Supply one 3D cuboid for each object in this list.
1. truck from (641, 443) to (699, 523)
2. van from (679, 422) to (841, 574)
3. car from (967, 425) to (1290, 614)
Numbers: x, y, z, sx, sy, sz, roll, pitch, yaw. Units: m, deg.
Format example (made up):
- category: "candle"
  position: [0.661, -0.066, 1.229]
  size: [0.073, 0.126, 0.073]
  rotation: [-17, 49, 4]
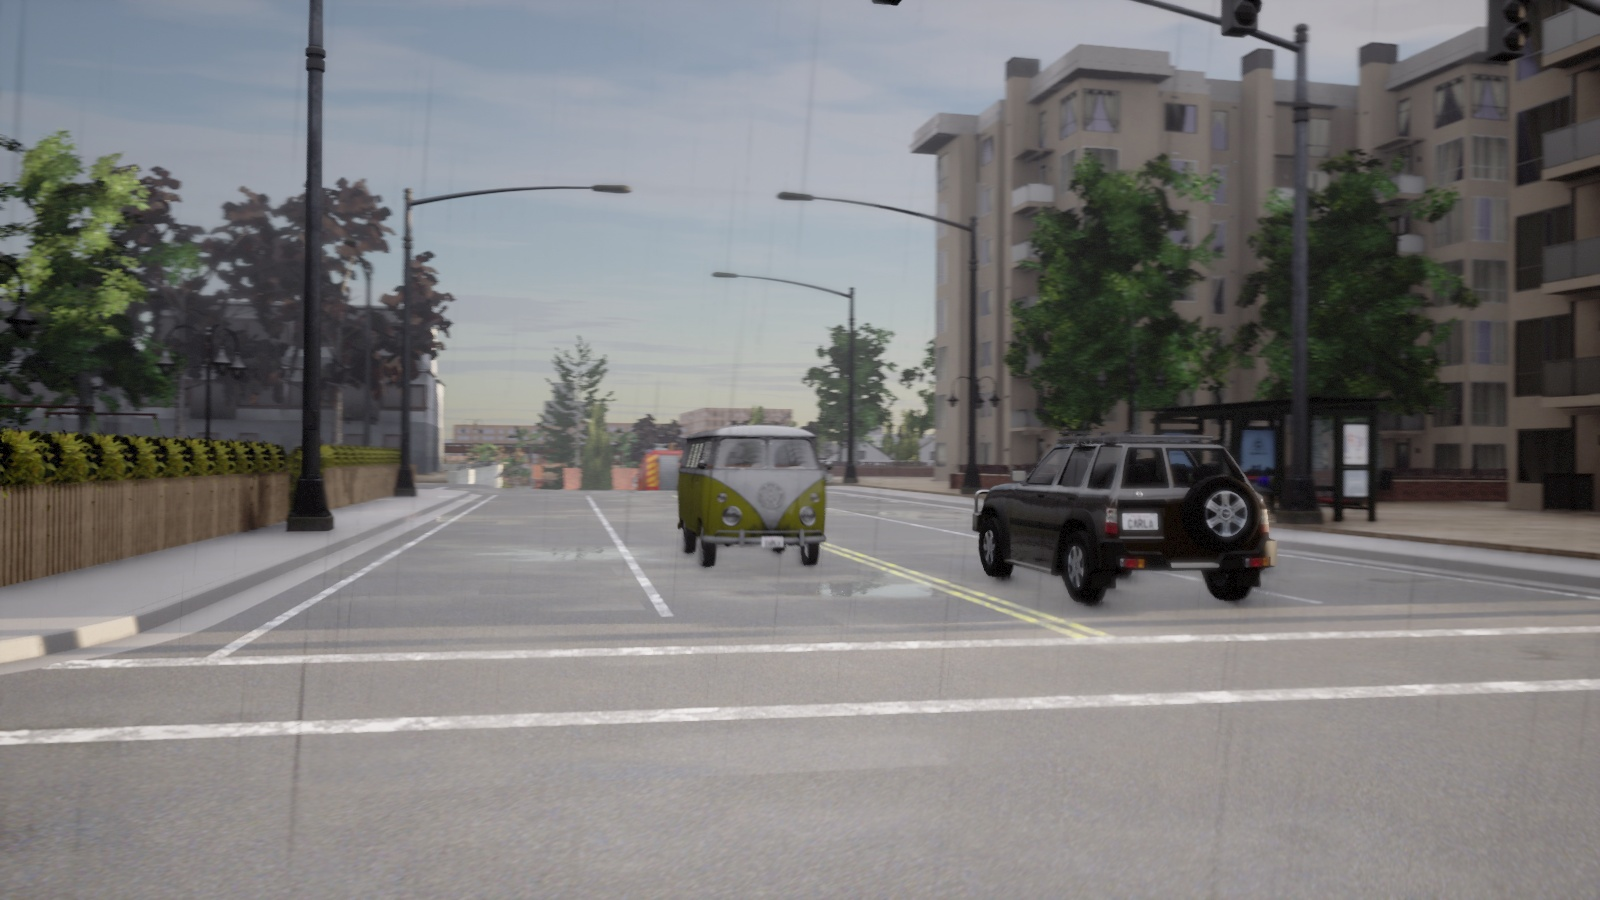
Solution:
- category: "truck"
  position: [-8.309, 2.180, 79.353]
  size: [2.891, 3.827, 8.468]
  rotation: [0, -10, -11]
- category: "van"
  position: [-0.726, 0.651, 18.762]
  size: [1.775, 1.987, 4.442]
  rotation: [0, 0, -10]
- category: "car"
  position: [3.590, 0.702, 14.747]
  size: [1.932, 1.855, 4.605]
  rotation: [0, 0, -10]
